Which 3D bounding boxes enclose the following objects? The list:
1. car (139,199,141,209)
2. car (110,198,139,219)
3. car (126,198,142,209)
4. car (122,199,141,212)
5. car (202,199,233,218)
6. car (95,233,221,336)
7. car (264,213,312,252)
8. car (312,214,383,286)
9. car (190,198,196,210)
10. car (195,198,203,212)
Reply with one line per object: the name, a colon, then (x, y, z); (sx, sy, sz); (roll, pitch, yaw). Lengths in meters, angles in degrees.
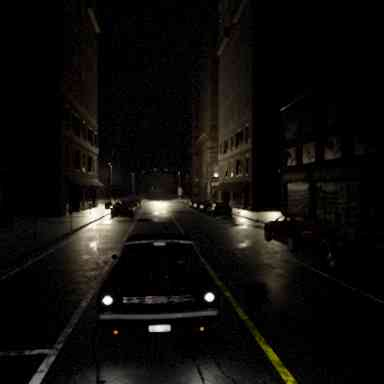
car: (-6.628, 1.554, 34.626); (1.947, 1.339, 4.313); (-1, 0, -6)
car: (-6.007, 1.429, 29.156); (1.967, 1.590, 4.097); (-1, 0, -6)
car: (-7.874, 1.532, 45.566); (1.887, 1.381, 4.507); (-1, 0, -6)
car: (-7.251, 1.538, 40.096); (2.008, 1.369, 4.403); (-1, 0, -6)
car: (2.465, 1.552, 30.121); (1.947, 1.339, 4.313); (-1, 0, -6)
car: (-0.670, 1.597, 6.851); (1.895, 1.301, 4.718); (0, 0, -6)
car: (4.333, 1.536, 13.711); (1.887, 1.381, 4.507); (-1, 0, -6)
car: (4.954, 1.434, 8.241); (1.967, 1.590, 4.097); (-1, 0, -6)
car: (1.219, 1.529, 41.060); (1.887, 1.381, 4.507); (-1, 0, -6)
car: (1.842, 1.530, 35.590); (1.887, 1.381, 4.507); (-1, 0, -6)
